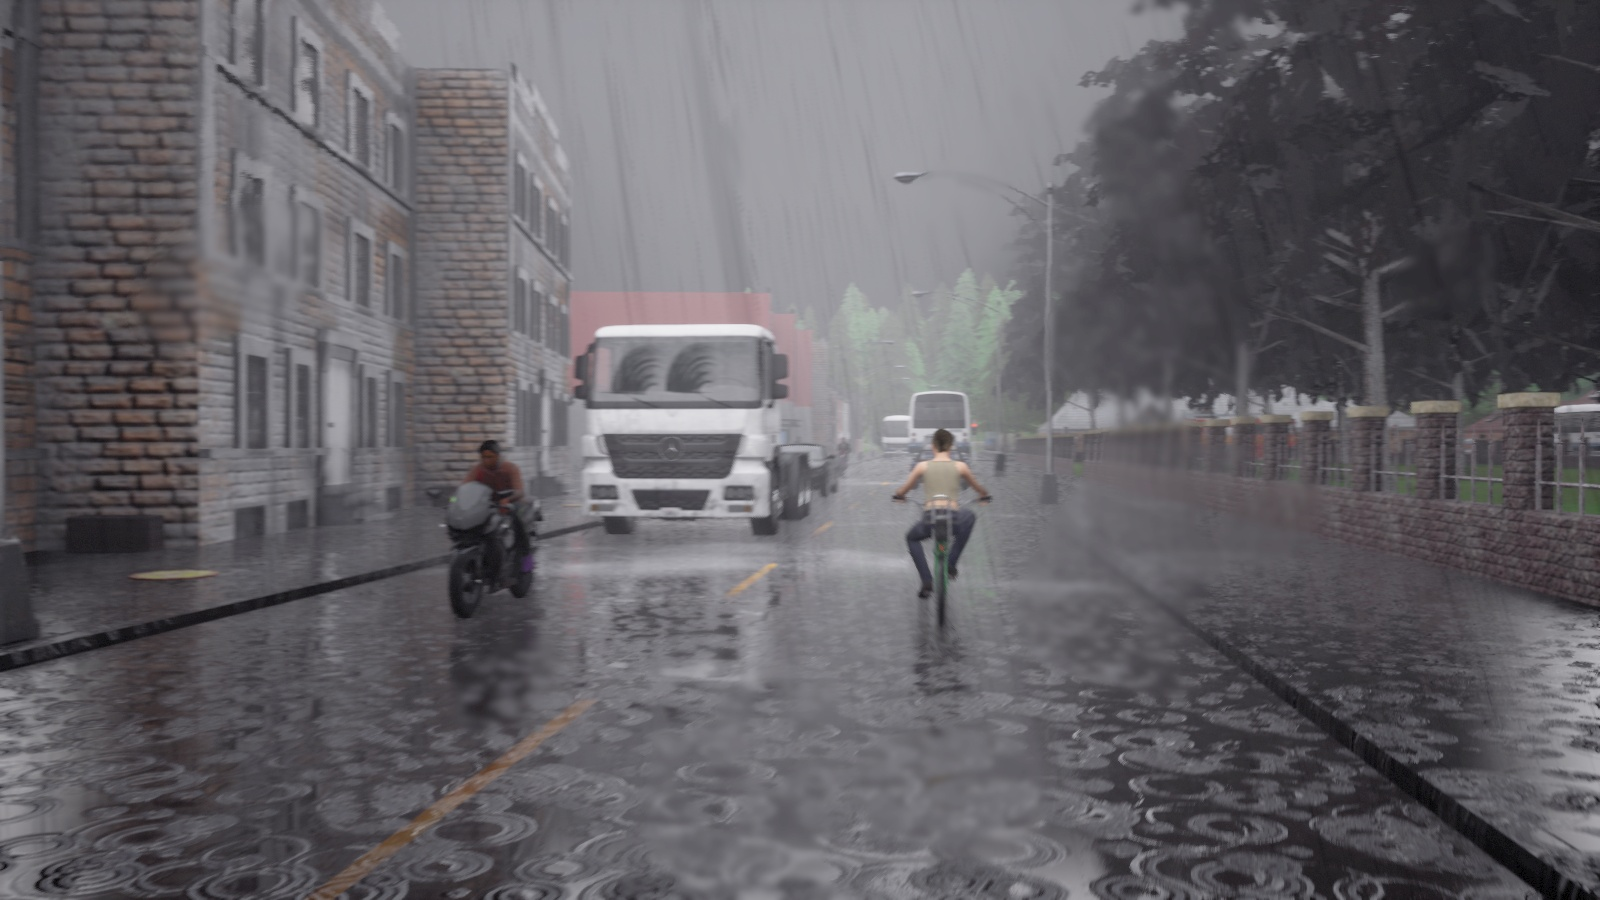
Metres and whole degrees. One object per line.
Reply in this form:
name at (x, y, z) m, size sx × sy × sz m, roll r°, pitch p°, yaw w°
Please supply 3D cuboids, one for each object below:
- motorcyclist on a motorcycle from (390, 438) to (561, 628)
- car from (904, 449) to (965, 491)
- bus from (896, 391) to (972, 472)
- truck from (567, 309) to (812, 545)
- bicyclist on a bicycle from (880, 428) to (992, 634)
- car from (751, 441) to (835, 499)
motorcyclist on a motorcycle at (-2.814, 0.660, 11.133) m, size 0.797 × 1.523 × 2.044 m, roll 0°, pitch 0°, yaw 6°
car at (4.462, 0.629, 41.739) m, size 1.895 × 1.301 × 4.718 m, roll 0°, pitch 0°, yaw 6°
bus at (7.634, -1.001, 71.142) m, size 3.944 × 4.253 × 10.273 m, roll 0°, pitch 0°, yaw 7°
truck at (-1.604, -0.363, 22.494) m, size 2.891 × 3.462 × 7.936 m, roll 0°, pitch 0°, yaw 6°
bicyclist on a bicycle at (1.149, 0.628, 10.600) m, size 0.866 × 1.612 × 1.509 m, roll 0°, pitch 0°, yaw 6°
car at (-0.133, 0.524, 36.356) m, size 1.882 × 1.535 × 5.008 m, roll 0°, pitch 0°, yaw 6°
